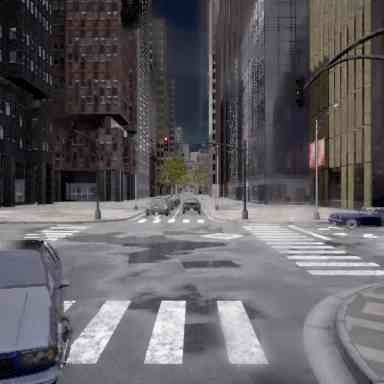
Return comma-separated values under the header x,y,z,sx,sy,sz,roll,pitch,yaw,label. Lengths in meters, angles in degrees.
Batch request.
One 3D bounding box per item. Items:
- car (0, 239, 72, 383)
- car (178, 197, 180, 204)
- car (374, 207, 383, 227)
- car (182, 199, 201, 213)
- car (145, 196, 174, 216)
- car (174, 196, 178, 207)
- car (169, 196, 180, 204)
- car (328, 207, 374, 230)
x,y,z,sx,sy,sz,roll,pitch,yaw,label
-3.067,1.547,5.442,2.033,1.411,5.357,0,0,-21,car
-3.207,1.502,52.332,1.837,1.490,4.892,0,0,0,car
13.018,1.232,17.377,5.566,2.045,2.150,0,0,0,car
-0.043,1.503,36.442,1.837,1.490,4.892,0,0,0,car
-3.203,1.350,32.095,2.097,1.767,4.553,0,0,0,car
-3.226,1.489,42.145,2.128,1.511,4.902,0,0,0,car
-3.257,1.475,62.708,1.882,1.535,5.008,0,0,0,car
11.029,1.602,20.629,4.718,1.301,1.895,0,0,0,car
